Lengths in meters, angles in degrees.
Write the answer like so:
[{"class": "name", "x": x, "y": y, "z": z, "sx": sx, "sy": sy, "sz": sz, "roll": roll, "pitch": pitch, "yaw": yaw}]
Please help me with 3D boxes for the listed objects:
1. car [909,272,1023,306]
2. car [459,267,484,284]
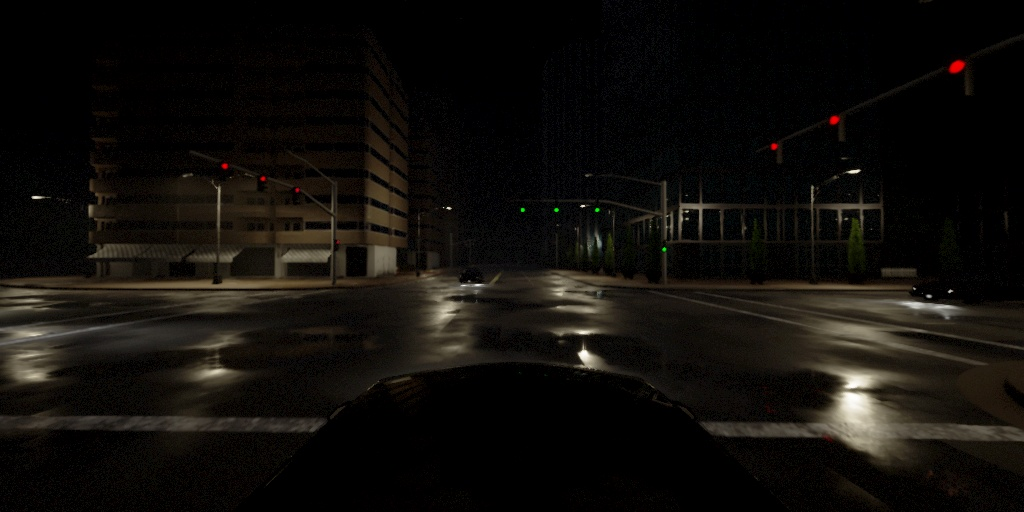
[{"class": "car", "x": 21.579, "y": 1.444, "z": 16.270, "sx": 5.357, "sy": 1.411, "sz": 2.033, "roll": 0, "pitch": -1, "yaw": 0}, {"class": "car", "x": -3.517, "y": 1.705, "z": 32.093, "sx": 2.033, "sy": 1.411, "sz": 5.357, "roll": 0, "pitch": 0, "yaw": 0}]
